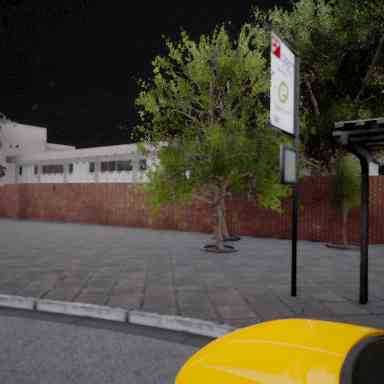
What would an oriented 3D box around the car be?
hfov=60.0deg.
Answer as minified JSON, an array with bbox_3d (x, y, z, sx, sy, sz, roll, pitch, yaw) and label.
[{"bbox_3d":[2.138,1.478,1.686,5.008,1.535,1.882,0,0,34],"label":"car"}]
